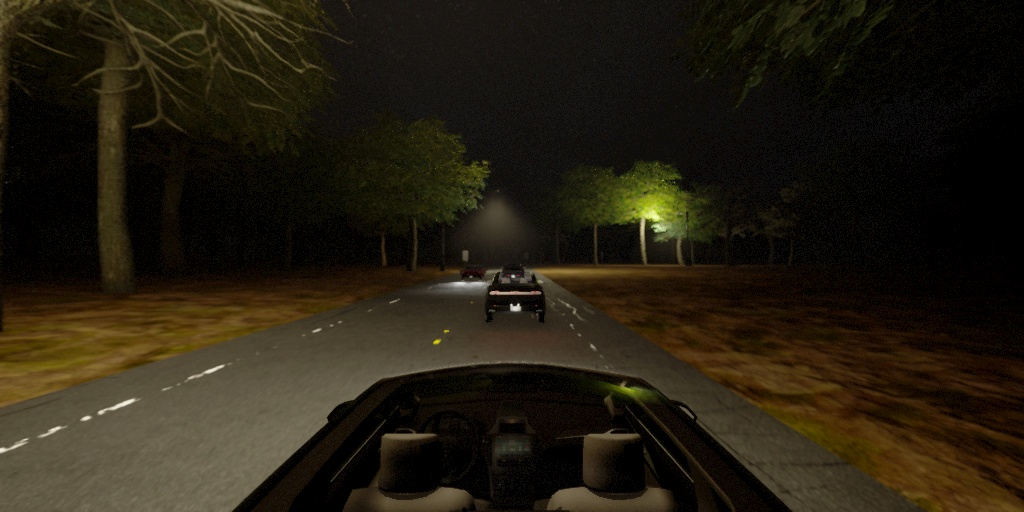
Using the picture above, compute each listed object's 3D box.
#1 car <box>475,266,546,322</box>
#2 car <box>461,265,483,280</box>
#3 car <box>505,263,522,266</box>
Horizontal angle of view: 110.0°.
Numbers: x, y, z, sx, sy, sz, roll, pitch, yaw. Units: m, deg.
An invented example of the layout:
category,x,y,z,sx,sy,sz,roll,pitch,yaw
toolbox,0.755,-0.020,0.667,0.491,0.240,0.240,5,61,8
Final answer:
category,x,y,z,sx,sy,sz,roll,pitch,yaw
car,0.101,1.258,12.405,2.128,1.511,4.902,0,0,0
car,-3.495,1.477,32.804,1.895,1.301,4.718,0,0,0
car,0.105,1.309,30.007,1.837,1.490,4.892,0,0,0
